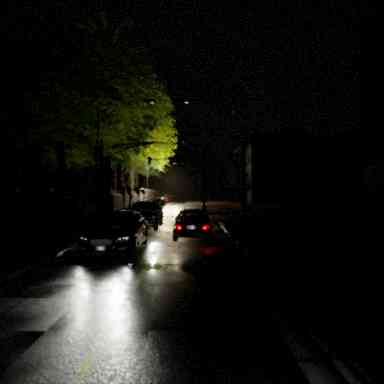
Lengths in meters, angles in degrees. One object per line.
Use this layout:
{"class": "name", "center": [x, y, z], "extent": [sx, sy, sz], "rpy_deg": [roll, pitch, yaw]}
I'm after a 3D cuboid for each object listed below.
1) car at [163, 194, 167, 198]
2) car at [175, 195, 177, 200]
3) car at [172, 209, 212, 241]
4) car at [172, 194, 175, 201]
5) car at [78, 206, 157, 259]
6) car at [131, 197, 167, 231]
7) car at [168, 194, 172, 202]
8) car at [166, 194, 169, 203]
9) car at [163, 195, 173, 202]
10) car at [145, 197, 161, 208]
{"class": "car", "center": [-5.543, 1.533, 52.915], "extent": [2.008, 1.369, 4.403], "rpy_deg": [1, 0, 0]}
{"class": "car", "center": [-5.852, 1.505, 91.065], "extent": [1.967, 1.590, 4.097], "rpy_deg": [1, 0, 0]}
{"class": "car", "center": [0.019, 1.533, 16.502], "extent": [2.033, 1.411, 5.357], "rpy_deg": [0, 0, 0]}
{"class": "car", "center": [-5.716, 1.329, 74.716], "extent": [2.192, 1.841, 5.009], "rpy_deg": [1, 0, 0]}
{"class": "car", "center": [-2.809, 1.482, 12.726], "extent": [2.128, 1.511, 4.902], "rpy_deg": [0, 0, 0]}
{"class": "car", "center": [-2.747, 1.267, 19.426], "extent": [1.882, 1.535, 5.008], "rpy_deg": [0, 0, 0]}
{"class": "car", "center": [-5.677, 1.584, 69.265], "extent": [1.802, 1.307, 4.206], "rpy_deg": [1, 0, 0]}
{"class": "car", "center": [-5.588, 1.552, 58.365], "extent": [1.947, 1.339, 4.313], "rpy_deg": [1, 0, 0]}
{"class": "car", "center": [-5.763, 1.469, 80.165], "extent": [1.967, 1.590, 4.097], "rpy_deg": [1, 0, 0]}
{"class": "car", "center": [-5.553, 1.505, 47.753], "extent": [1.752, 1.417, 4.829], "rpy_deg": [1, 0, 0]}
